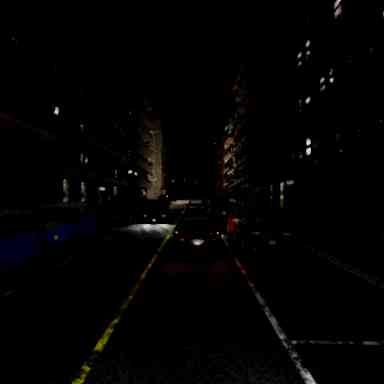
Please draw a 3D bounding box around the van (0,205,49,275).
[{"bbox_3d":[-5.227,1.335,7.915,1.690,1.788,3.998,2,0,1],"label":"van"}]

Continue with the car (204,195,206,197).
[{"bbox_3d":[2.978,1.513,46.497,1.967,1.590,4.097,1,0,1],"label":"car"}]

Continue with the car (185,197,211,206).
[{"bbox_3d":[0.382,1.525,30.946,2.128,1.511,4.902,0,0,1],"label":"car"}]

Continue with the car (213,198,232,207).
[{"bbox_3d":[2.813,1.468,24.372,1.967,1.590,4.097,1,0,1],"label":"car"}]

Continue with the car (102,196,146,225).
[{"bbox_3d":[-5.071,1.329,24.507,2.192,1.841,5.009,2,0,1],"label":"car"}]

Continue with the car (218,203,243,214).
[{"bbox_3d":[2.750,1.564,18.841,1.887,1.381,4.507,1,0,1],"label":"car"}]

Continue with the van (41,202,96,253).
[{"bbox_3d":[-5.176,1.340,13.447,1.690,1.788,3.998,2,0,1],"label":"van"}]

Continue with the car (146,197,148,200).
[{"bbox_3d":[-5.019,1.338,30.037,2.192,1.841,5.009,2,0,1],"label":"car"}]

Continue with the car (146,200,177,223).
[{"bbox_3d":[-2.589,1.567,25.690,2.033,1.411,5.357,0,0,1],"label":"car"}]

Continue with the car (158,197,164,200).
[{"bbox_3d":[-4.922,1.611,41.099,1.947,1.339,4.313,1,0,1],"label":"car"}]

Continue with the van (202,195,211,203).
[{"bbox_3d":[3.239,1.514,74.153,1.690,1.788,3.998,1,0,1],"label":"van"}]

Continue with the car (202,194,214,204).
[{"bbox_3d":[3.188,1.464,68.622,2.192,1.841,5.009,1,0,1],"label":"car"}]

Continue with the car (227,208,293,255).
[{"bbox_3d":[2.699,1.558,13.311,1.887,1.381,4.507,1,0,1],"label":"car"}]

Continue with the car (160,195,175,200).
[{"bbox_3d":[-4.760,1.408,57.688,2.192,1.841,5.009,1,0,1],"label":"car"}]

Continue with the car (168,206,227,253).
[{"bbox_3d":[0.203,1.534,13.611,1.812,1.442,4.674,0,0,0],"label":"car"}]

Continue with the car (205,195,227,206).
[{"bbox_3d":[2.878,1.362,35.434,2.192,1.841,5.009,1,0,1],"label":"car"}]
